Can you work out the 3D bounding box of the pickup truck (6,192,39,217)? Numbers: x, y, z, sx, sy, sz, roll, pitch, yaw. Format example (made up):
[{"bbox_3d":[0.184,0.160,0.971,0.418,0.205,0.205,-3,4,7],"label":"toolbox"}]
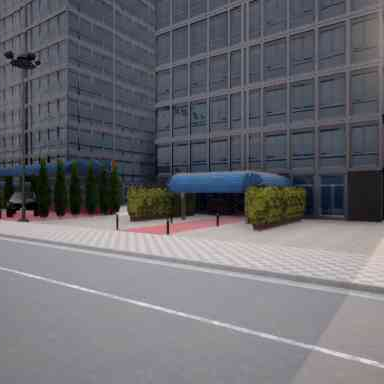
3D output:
[{"bbox_3d":[-15.165,1.059,30.077,2.390,2.098,6.274,0,0,-25],"label":"pickup truck"}]
